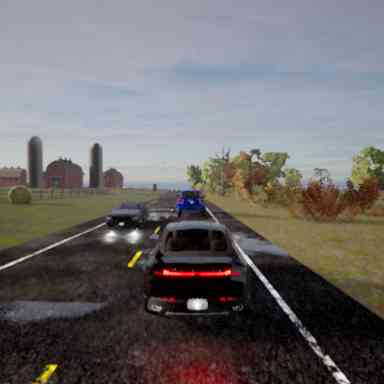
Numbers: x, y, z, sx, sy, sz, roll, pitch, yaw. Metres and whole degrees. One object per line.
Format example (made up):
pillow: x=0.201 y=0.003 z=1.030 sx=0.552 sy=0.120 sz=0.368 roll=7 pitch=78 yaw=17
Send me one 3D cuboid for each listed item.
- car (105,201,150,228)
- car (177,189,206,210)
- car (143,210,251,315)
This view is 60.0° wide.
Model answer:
car: x=-3.677 y=1.239 z=19.954 sx=2.033 sy=1.411 sz=5.357 roll=0 pitch=1 yaw=0
car: x=-0.039 y=0.804 z=27.090 sx=2.150 sy=2.045 sz=5.566 roll=0 pitch=1 yaw=-1
car: x=0.081 y=1.389 z=7.376 sx=1.837 sy=1.490 sz=4.892 roll=0 pitch=1 yaw=0
